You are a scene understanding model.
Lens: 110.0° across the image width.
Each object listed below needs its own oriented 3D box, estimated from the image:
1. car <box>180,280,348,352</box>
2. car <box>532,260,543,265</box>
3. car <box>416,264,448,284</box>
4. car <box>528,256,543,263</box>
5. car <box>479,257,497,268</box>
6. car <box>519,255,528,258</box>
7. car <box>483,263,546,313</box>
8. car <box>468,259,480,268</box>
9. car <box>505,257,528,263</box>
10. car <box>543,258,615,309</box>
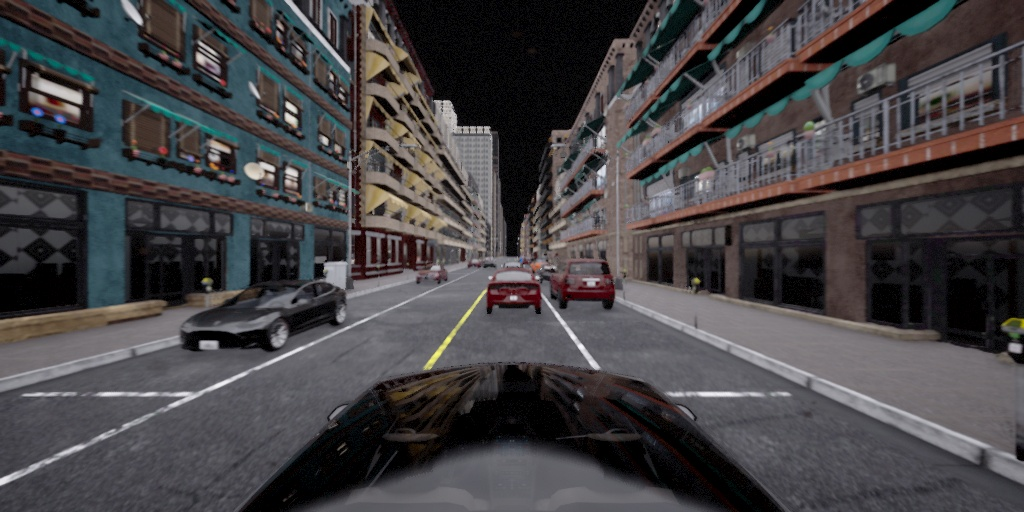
[{"bbox_3d":[-5.690,1.292,8.911,1.948,1.339,4.313,0,0,0],"label":"car"},{"bbox_3d":[2.695,1.219,25.959,2.007,1.370,4.403,0,0,0],"label":"car"},{"bbox_3d":[-5.685,1.251,25.958,1.802,1.307,4.207,0,0,0],"label":"car"},{"bbox_3d":[3.121,0.979,39.163,2.097,1.767,4.553,0,0,0],"label":"car"},{"bbox_3d":[-3.070,1.192,50.485,1.895,1.301,4.718,0,0,0],"label":"car"},{"bbox_3d":[2.703,0.875,60.053,2.192,1.841,5.009,0,0,0],"label":"car"},{"bbox_3d":[0.070,1.187,13.815,1.882,1.535,5.008,0,0,0],"label":"car"},{"bbox_3d":[-5.678,1.124,54.370,1.888,1.381,4.507,0,0,0],"label":"car"},{"bbox_3d":[0.082,1.132,30.204,1.882,1.535,5.008,0,0,0],"label":"car"},{"bbox_3d":[2.692,1.021,14.594,2.192,1.841,5.009,0,0,0],"label":"car"}]
